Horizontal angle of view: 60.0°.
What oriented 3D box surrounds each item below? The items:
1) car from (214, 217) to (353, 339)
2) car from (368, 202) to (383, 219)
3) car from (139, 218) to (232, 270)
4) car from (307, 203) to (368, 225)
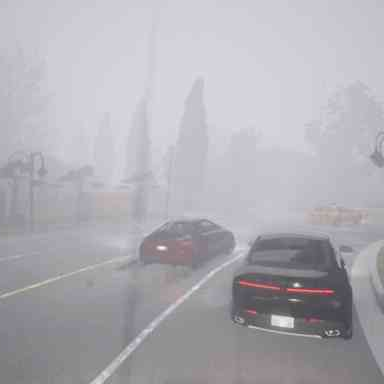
[{"bbox_3d":[2.099,1.508,6.751,1.837,1.490,4.892,0,0,21],"label":"car"},{"bbox_3d":[17.555,1.766,32.548,5.008,1.535,1.882,1,-1,-27],"label":"car"},{"bbox_3d":[0.001,1.578,11.286,1.994,1.385,4.181,0,0,25],"label":"car"},{"bbox_3d":[10.363,1.602,24.012,5.366,1.575,1.801,1,-1,-39],"label":"car"}]
